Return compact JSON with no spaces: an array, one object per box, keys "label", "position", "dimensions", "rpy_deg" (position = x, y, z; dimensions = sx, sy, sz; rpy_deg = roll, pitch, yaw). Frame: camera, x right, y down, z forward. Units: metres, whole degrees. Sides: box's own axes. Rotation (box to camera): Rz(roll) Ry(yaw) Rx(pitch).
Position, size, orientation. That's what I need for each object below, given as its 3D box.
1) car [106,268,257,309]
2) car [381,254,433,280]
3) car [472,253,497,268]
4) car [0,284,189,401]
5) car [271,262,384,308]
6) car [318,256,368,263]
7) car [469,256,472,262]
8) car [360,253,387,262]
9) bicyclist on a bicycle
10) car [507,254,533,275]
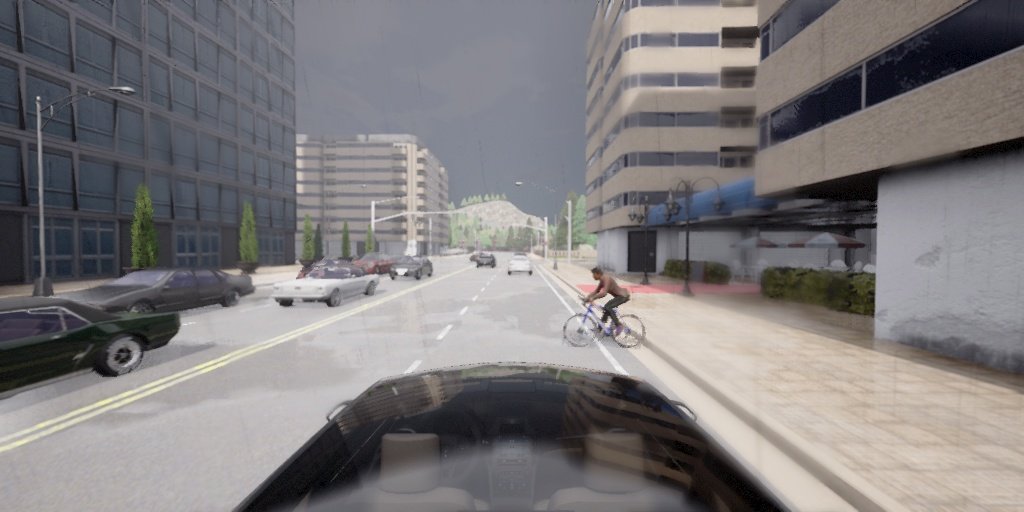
[{"label":"car","position":[-10.433,1.069,10.910],"dimensions":[2.033,1.411,5.357],"rpy_deg":[0,1,1]},{"label":"car","position":[-6.642,0.746,24.129],"dimensions":[2.128,1.511,4.902],"rpy_deg":[0,1,1]},{"label":"car","position":[-2.676,0.454,38.482],"dimensions":[2.128,1.511,4.902],"rpy_deg":[0,1,1]},{"label":"car","position":[-7.068,1.272,4.348],"dimensions":[1.895,1.301,4.718],"rpy_deg":[0,1,1]},{"label":"car","position":[-6.871,1.073,13.783],"dimensions":[1.895,1.301,4.718],"rpy_deg":[0,1,1]},{"label":"car","position":[-10.220,0.886,20.376],"dimensions":[1.994,1.385,4.181],"rpy_deg":[0,1,2]},{"label":"car","position":[-4.676,0.221,50.519],"dimensions":[1.994,1.385,4.181],"rpy_deg":[0,1,-22]},{"label":"car","position":[-10.029,0.566,25.489],"dimensions":[2.097,1.767,4.553],"rpy_deg":[0,1,1]},{"label":"bicyclist on a bicycle","position":[1.863,1.047,7.214],"dimensions":[1.656,1.620,0.582],"rpy_deg":[1,1,1]},{"label":"car","position":[0.642,0.704,28.832],"dimensions":[1.812,1.442,4.674],"rpy_deg":[0,1,1]}]
